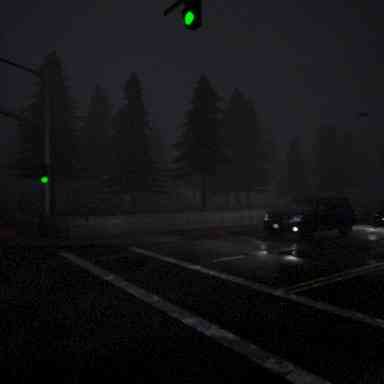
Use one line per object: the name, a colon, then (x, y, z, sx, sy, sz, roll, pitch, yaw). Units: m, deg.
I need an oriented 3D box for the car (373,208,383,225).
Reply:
car: (14.322, 1.478, 22.782, 4.892, 1.490, 1.837, 0, 0, -35)

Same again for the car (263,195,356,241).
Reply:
car: (6.109, 1.206, 16.943, 5.566, 2.045, 2.150, 0, 0, -35)
